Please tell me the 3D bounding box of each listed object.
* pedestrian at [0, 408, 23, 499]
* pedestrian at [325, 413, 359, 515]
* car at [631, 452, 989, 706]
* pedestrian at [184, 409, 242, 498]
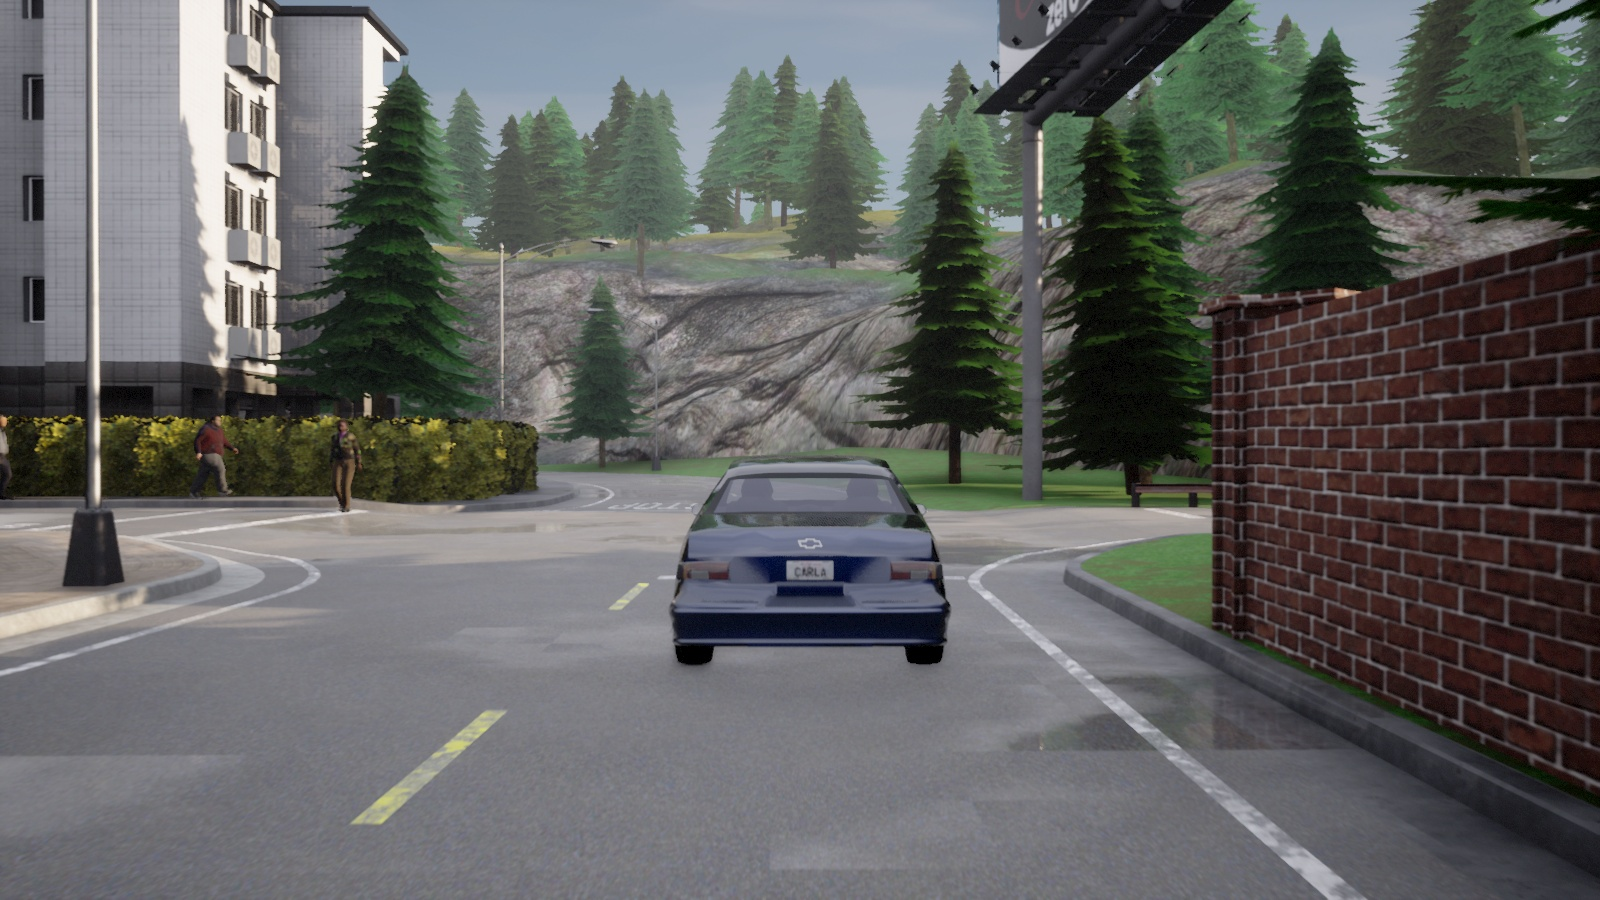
[{"bbox_3d":[-16.556,0.074,25.912,0.694,1.848,0.540,0,0,0],"label":"pedestrian"},{"bbox_3d":[-8.790,0.270,24.121,0.395,1.930,0.692,0,0,0],"label":"pedestrian"},{"bbox_3d":[0.069,0.740,9.821,2.033,1.411,5.357,0,0,0],"label":"car"},{"bbox_3d":[-12.317,0.075,26.361,0.899,1.844,0.634,0,0,3],"label":"pedestrian"}]
